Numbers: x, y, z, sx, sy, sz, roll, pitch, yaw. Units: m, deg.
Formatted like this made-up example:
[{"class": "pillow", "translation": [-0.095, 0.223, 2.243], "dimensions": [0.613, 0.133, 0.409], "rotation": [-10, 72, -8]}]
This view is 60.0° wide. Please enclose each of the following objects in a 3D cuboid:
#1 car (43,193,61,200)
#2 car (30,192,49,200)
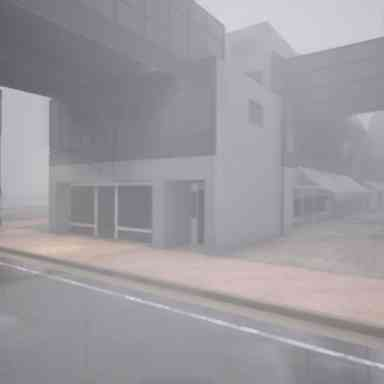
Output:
[{"class": "car", "translation": [-30.758, 0.907, 73.085], "dimensions": [3.905, 1.438, 1.784], "rotation": [0, 0, 35]}, {"class": "car", "translation": [-32.484, 0.696, 70.758], "dimensions": [4.605, 1.855, 1.932], "rotation": [0, 0, 35]}]
